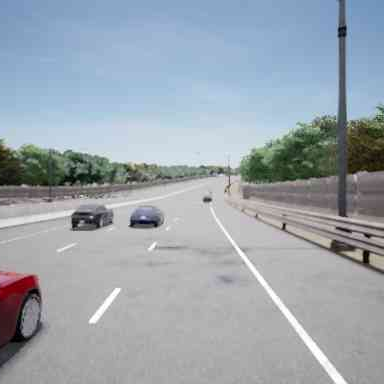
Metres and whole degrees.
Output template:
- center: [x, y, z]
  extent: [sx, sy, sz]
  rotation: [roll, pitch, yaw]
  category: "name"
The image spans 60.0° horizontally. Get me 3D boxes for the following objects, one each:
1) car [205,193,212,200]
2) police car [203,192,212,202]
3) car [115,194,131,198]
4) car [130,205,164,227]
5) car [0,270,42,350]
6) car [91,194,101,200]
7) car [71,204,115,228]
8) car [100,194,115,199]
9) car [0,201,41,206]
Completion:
- center: [4.333, 1.153, 86.422]
  extent: [1.801, 1.575, 5.366]
  rotation: [0, 1, 4]
  category: "car"
- center: [3.251, 1.339, 70.566]
  extent: [1.930, 1.638, 5.238]
  rotation: [0, 0, 4]
  category: "police car"
- center: [-15.034, 1.214, 75.331]
  extent: [2.128, 1.511, 4.902]
  rotation: [0, 0, 3]
  category: "car"
- center: [-3.123, 1.636, 23.659]
  extent: [1.994, 1.385, 4.181]
  rotation: [0, 0, 1]
  category: "car"
- center: [-3.380, 1.482, 3.449]
  extent: [1.882, 1.535, 5.008]
  rotation: [0, 0, 0]
  category: "car"
- center: [-21.930, 1.196, 77.175]
  extent: [1.837, 1.490, 4.892]
  rotation: [0, 1, 4]
  category: "car"
- center: [-6.646, 1.569, 22.658]
  extent: [1.837, 1.490, 4.892]
  rotation: [0, 0, 1]
  category: "car"
- center: [-18.529, 1.274, 75.530]
  extent: [1.895, 1.301, 4.718]
  rotation: [0, 0, 3]
  category: "car"
- center: [-17.056, 1.612, 34.341]
  extent: [2.033, 1.411, 5.357]
  rotation: [0, 0, 2]
  category: "car"
